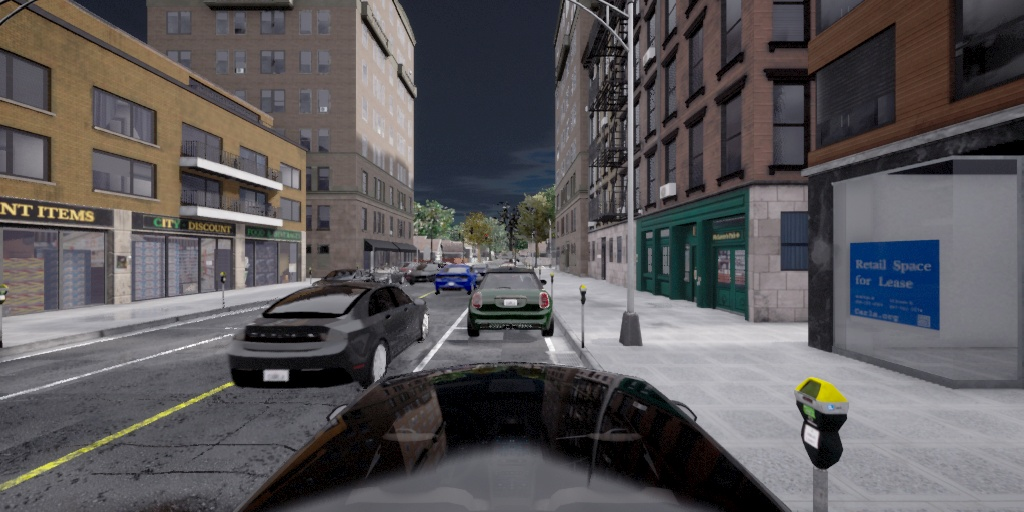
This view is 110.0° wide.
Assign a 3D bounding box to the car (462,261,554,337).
[{"bbox_3d":[-0.033,1.103,10.470,2.097,1.767,4.553,0,0,0],"label":"car"}]

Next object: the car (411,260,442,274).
[{"bbox_3d":[-5.870,1.258,25.387,1.837,1.490,4.892,0,0,0],"label":"car"}]

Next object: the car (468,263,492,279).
[{"bbox_3d":[-2.926,1.360,33.937,1.895,1.301,4.718,0,0,0],"label":"car"}]

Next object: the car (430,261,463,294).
[{"bbox_3d":[-3.025,1.229,20.316,1.882,1.535,5.008,0,0,0],"label":"car"}]

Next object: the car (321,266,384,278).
[{"bbox_3d":[-8.408,1.316,18.201,1.948,1.339,4.313,0,0,0],"label":"car"}]

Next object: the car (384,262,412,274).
[{"bbox_3d":[-8.408,1.303,23.719,2.007,1.370,4.403,0,0,0],"label":"car"}]

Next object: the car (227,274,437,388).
[{"bbox_3d":[-2.925,1.253,6.875,1.837,1.490,4.892,0,0,0],"label":"car"}]
